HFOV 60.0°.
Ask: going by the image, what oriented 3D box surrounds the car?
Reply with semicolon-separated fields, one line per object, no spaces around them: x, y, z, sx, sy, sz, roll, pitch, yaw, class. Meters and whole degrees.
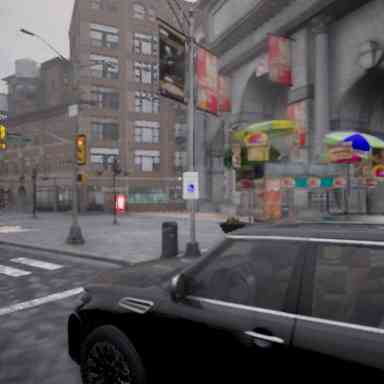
1.196;1.226;3.129;5.566;2.045;2.150;-1;0;36;car
